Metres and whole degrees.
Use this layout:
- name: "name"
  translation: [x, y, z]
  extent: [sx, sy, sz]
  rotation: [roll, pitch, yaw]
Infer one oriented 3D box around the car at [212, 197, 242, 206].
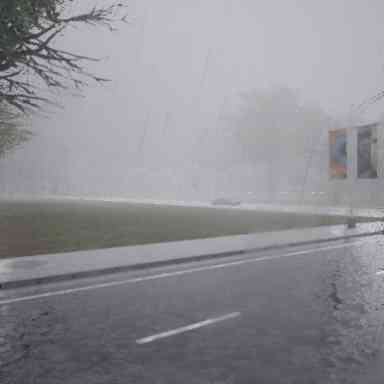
- name: "car"
  translation: [5.499, 1.535, 53.060]
  extent: [2.033, 1.411, 5.357]
  rotation: [0, 0, -36]
